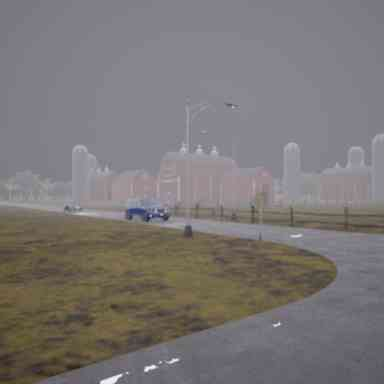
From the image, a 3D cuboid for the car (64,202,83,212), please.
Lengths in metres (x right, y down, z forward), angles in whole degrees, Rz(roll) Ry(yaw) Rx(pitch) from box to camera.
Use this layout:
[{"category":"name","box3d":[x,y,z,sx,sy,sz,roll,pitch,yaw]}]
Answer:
[{"category":"car","box3d":[-17.407,2.159,48.715,2.128,1.511,4.902,0,-1,-35]}]

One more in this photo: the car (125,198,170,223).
[{"category":"car","box3d":[-4.124,1.562,29.921,2.150,2.045,5.566,0,-1,-35]}]
